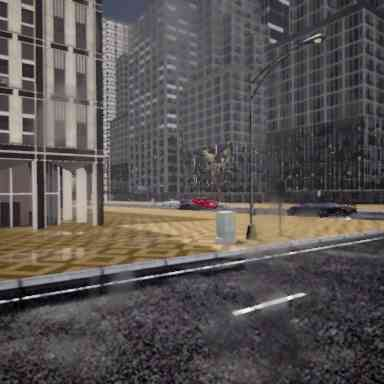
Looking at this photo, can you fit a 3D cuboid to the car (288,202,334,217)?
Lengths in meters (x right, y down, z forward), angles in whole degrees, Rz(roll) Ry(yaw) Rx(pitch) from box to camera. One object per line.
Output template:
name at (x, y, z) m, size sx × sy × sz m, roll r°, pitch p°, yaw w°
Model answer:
car at (12.231, 1.913, 35.086) m, size 1.994 × 1.385 × 4.181 m, roll -1°, pitch -1°, yaw -35°

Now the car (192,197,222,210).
car at (1.979, 1.892, 55.213) m, size 2.150 × 2.045 × 5.566 m, roll -1°, pitch 0°, yaw -35°

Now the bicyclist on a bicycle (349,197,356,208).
bicyclist on a bicycle at (22.020, 1.569, 45.658) m, size 1.656 × 1.620 × 0.582 m, roll -1°, pitch 0°, yaw -35°

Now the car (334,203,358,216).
car at (15.194, 1.858, 36.525) m, size 2.033 × 1.411 × 5.357 m, roll -1°, pitch -1°, yaw -35°

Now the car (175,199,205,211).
car at (-0.380, 2.256, 52.922) m, size 1.994 × 1.385 × 4.181 m, roll -1°, pitch -1°, yaw -35°

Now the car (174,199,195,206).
car at (-1.701, 2.216, 71.787) m, size 2.128 × 1.511 × 4.902 m, roll -1°, pitch -1°, yaw -35°

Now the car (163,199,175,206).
car at (-4.353, 2.245, 69.907) m, size 1.812 × 1.442 × 4.674 m, roll -1°, pitch -1°, yaw -35°

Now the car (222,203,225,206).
car at (4.065, 2.302, 63.651) m, size 1.895 × 1.301 × 4.718 m, roll -1°, pitch -1°, yaw -35°
